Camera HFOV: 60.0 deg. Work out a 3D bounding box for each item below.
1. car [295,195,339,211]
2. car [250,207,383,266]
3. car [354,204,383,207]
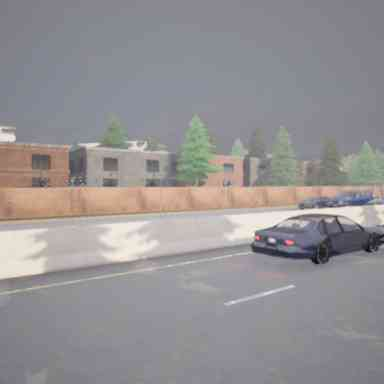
[{"bbox_3d":[13.151,1.138,34.851,4.892,1.490,1.837,-1,0,-35],"label":"car"},{"bbox_3d":[4.379,1.430,11.163,5.357,1.411,2.033,-1,1,-35],"label":"car"},{"bbox_3d":[16.185,1.174,28.421,4.674,1.442,1.812,-1,0,-35],"label":"car"}]
